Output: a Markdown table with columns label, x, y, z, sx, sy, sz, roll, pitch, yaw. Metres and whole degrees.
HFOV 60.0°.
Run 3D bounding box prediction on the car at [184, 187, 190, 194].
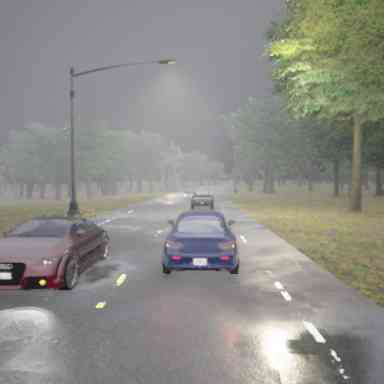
| label | x | y | z | sx | sy | sz | roll | pitch | yaw |
| --- | --- | --- | --- | --- | --- | --- | --- | --- | --- |
| car | -0.473 | -0.320 | 63.573 | 1.895 | 1.301 | 4.718 | 0 | 2 | 5 |

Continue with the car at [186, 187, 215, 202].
| label | x | y | z | sx | sy | sz | roll | pitch | yaw |
| --- | --- | --- | --- | --- | --- | --- | --- | --- | --- |
| car | 0.918 | 0.602 | 28.531 | 2.128 | 1.511 | 4.902 | 0 | 2 | 3 |

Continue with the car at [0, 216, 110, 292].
| label | x | y | z | sx | sy | sz | roll | pitch | yaw |
| --- | --- | --- | --- | --- | --- | --- | --- | --- | --- |
| car | -3.434 | 1.303 | 8.155 | 1.994 | 1.385 | 4.181 | 0 | 2 | 1 |

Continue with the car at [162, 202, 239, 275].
| label | x | y | z | sx | sy | sz | roll | pitch | yaw |
| --- | --- | --- | --- | --- | --- | --- | --- | --- | --- |
| car | 0.250 | 1.231 | 9.318 | 1.812 | 1.442 | 4.674 | 0 | 2 | 2 |
